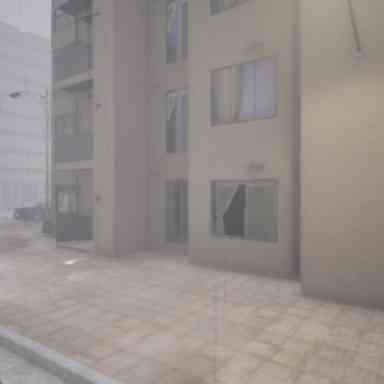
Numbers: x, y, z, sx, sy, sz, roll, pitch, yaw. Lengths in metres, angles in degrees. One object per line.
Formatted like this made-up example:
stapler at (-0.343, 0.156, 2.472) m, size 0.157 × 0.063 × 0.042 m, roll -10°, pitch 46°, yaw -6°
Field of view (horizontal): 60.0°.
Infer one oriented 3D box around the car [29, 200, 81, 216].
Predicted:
car at (-13.918, 1.566, 34.048) m, size 1.812 × 1.442 × 4.674 m, roll 0°, pitch 0°, yaw 35°

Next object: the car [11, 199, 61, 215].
car at (-16.801, 1.571, 36.061) m, size 1.812 × 1.442 × 4.674 m, roll 0°, pitch 0°, yaw 35°

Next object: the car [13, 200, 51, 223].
car at (-11.042, 1.509, 25.807) m, size 1.882 × 1.535 × 5.008 m, roll 0°, pitch 0°, yaw 36°
